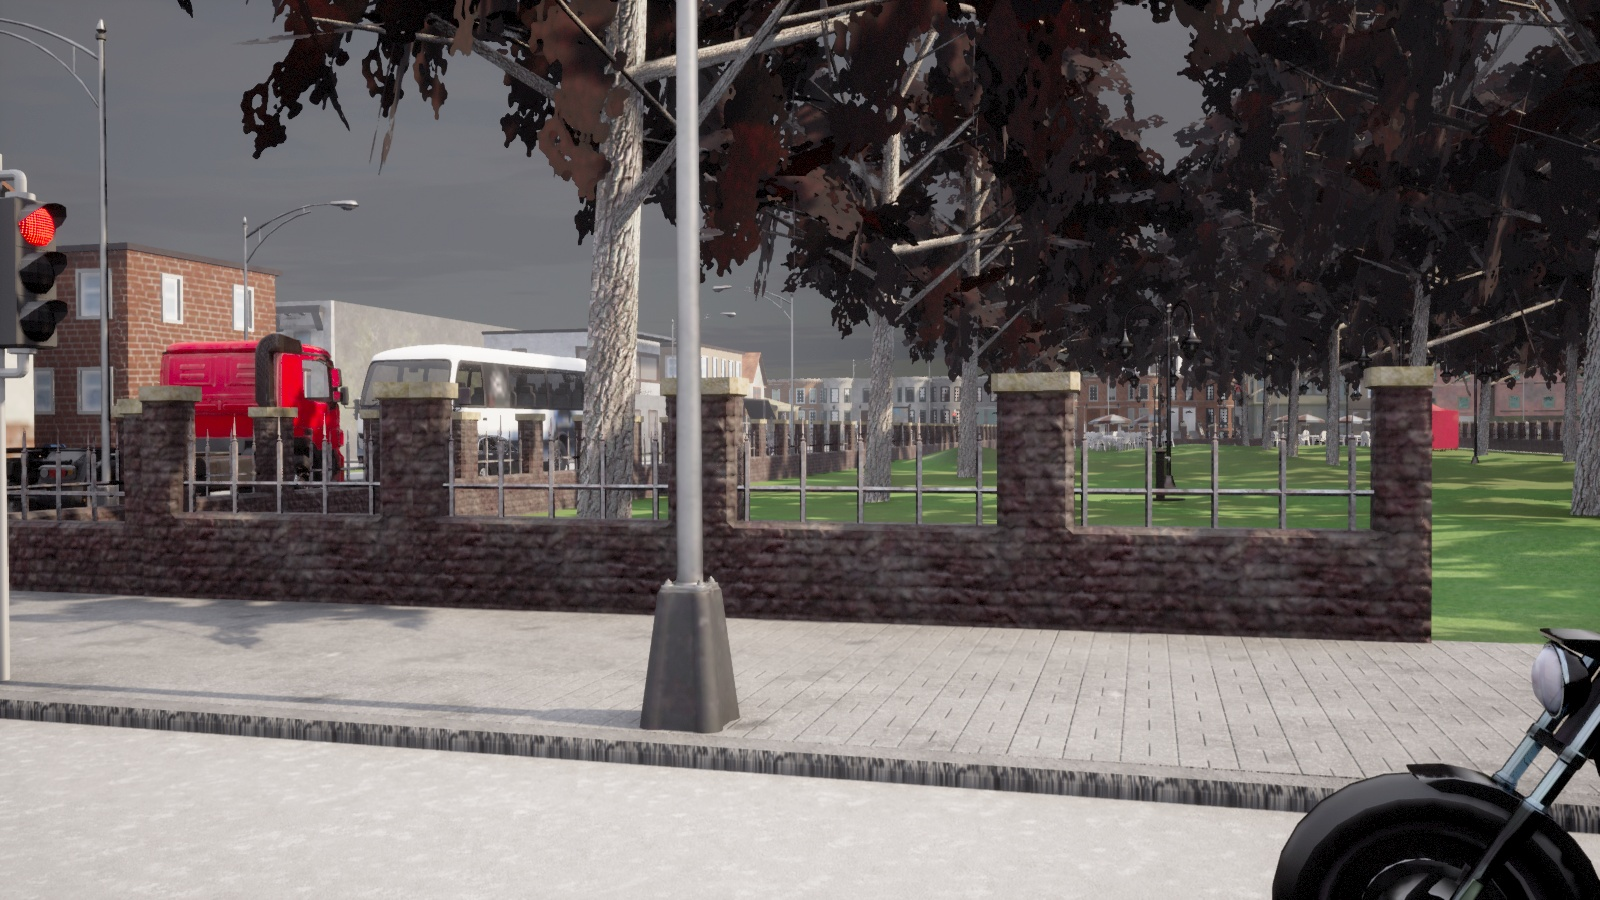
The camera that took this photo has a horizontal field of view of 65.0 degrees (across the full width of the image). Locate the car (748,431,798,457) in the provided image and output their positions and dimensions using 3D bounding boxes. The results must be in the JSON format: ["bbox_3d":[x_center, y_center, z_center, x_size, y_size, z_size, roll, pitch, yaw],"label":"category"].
[{"bbox_3d":[-1.562,-0.367,75.051,1.816,1.474,4.193,0,1,16],"label":"car"}]

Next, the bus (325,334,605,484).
[{"bbox_3d":[-10.436,-1.244,40.918,3.944,4.253,10.273,1,1,17],"label":"bus"}]

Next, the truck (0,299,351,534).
[{"bbox_3d":[-11.640,-0.563,22.734,2.891,3.462,7.936,0,1,12],"label":"truck"}]

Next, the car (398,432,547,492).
[{"bbox_3d":[-8.700,0.257,33.847,1.837,1.490,4.892,0,1,13],"label":"car"}]

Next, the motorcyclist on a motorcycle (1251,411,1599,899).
[{"bbox_3d":[2.336,0.739,2.921,2.350,1.649,0.766,0,1,14],"label":"motorcyclist on a motorcycle"}]
